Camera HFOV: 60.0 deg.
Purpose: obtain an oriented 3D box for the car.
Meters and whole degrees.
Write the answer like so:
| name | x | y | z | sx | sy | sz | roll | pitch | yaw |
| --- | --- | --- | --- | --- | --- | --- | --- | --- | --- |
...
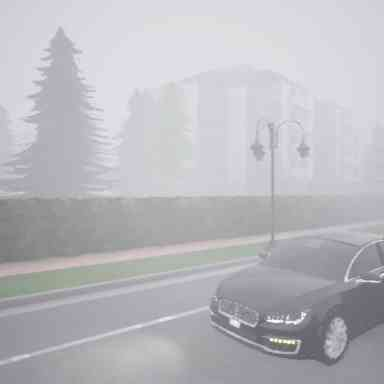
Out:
| name | x | y | z | sx | sy | sz | roll | pitch | yaw |
| --- | --- | --- | --- | --- | --- | --- | --- | --- | --- |
| car | 2.512 | 1.510 | 5.934 | 4.892 | 1.490 | 1.837 | 0 | 0 | -37 |
